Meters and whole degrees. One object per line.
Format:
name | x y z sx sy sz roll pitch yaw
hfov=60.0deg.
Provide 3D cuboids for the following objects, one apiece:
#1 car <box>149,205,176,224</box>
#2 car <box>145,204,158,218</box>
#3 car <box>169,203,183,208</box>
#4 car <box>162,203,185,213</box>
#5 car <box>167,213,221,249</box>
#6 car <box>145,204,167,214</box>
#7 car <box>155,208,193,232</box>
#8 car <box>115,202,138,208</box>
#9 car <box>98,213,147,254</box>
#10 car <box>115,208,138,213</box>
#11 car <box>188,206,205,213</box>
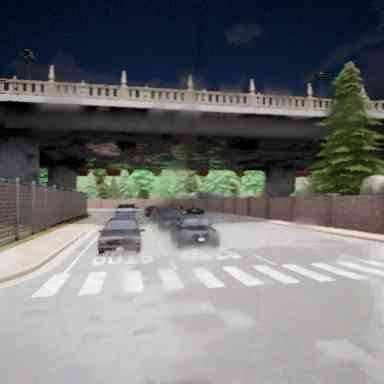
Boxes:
car | -3.079 2.350 33.796 1.837 1.490 4.892 0 -1 -11
car | -5.090 2.578 44.058 1.882 1.535 5.008 0 -1 -12
car | -2.641 2.777 49.164 1.994 1.385 4.181 0 -1 -15
car | -3.388 2.832 60.165 2.097 1.767 4.553 1 -2 -34
car | 0.087 1.989 16.852 1.994 1.385 4.181 0 -1 -11
car | -6.431 2.956 58.428 1.837 1.490 4.892 1 -2 -34
car | -1.454 2.194 25.108 1.994 1.385 4.181 0 -1 -11
car | -7.079 2.141 36.220 2.150 2.045 5.566 0 -1 -10
car | -3.312 1.963 15.889 2.033 1.411 5.357 0 -1 -10
car | -5.133 2.209 25.794 2.033 1.411 5.357 0 -1 -10
car | 0.451 2.807 50.953 1.994 1.385 4.181 0 -1 -17
